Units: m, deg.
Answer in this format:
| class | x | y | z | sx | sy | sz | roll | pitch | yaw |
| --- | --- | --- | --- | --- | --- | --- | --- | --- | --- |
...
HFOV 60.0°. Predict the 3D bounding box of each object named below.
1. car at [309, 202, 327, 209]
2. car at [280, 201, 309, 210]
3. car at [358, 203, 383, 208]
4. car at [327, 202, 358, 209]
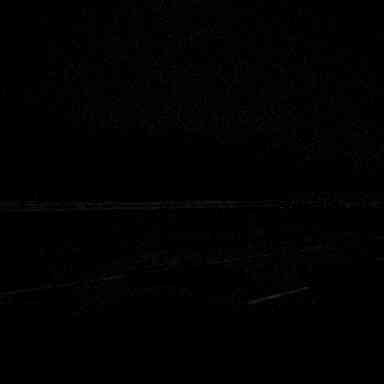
| class | x | y | z | sx | sy | sz | roll | pitch | yaw |
| --- | --- | --- | --- | --- | --- | --- | --- | --- | --- |
| car | 17.736 | 1.997 | 42.500 | 5.357 | 1.411 | 2.033 | 1 | -1 | -35 |
| car | 13.788 | 1.895 | 43.977 | 5.008 | 1.535 | 1.882 | 1 | -1 | -35 |
| car | 20.113 | 1.948 | 35.595 | 4.674 | 1.442 | 1.812 | 1 | 0 | -35 |
| car | 18.004 | 1.946 | 38.389 | 4.674 | 1.442 | 1.812 | 1 | 0 | -36 |
